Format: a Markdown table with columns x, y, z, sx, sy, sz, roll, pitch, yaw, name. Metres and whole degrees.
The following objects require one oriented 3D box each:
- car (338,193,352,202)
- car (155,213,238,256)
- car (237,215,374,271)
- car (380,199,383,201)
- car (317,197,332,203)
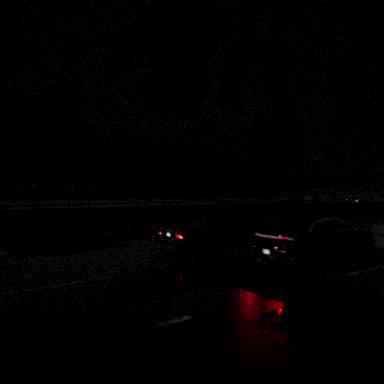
| x | y | z | sx | sy | sz | roll | pitch | yaw | name |
| --- | --- | --- | --- | --- | --- | --- | --- | --- | --- |
| 36.247 | 1.310 | 78.599 | 2.150 | 2.045 | 5.566 | 1 | 1 | 39 | car |
| 1.211 | 1.558 | 13.202 | 5.357 | 1.411 | 2.033 | 0 | 0 | -36 | car |
| 4.116 | 1.504 | 10.980 | 4.902 | 1.511 | 2.128 | 0 | 0 | -36 | car |
| 34.205 | 1.886 | 58.353 | 4.674 | 1.442 | 1.812 | 1 | 0 | -35 | car |
| 26.414 | 1.701 | 66.226 | 2.128 | 1.511 | 4.902 | 1 | 1 | 38 | car |
